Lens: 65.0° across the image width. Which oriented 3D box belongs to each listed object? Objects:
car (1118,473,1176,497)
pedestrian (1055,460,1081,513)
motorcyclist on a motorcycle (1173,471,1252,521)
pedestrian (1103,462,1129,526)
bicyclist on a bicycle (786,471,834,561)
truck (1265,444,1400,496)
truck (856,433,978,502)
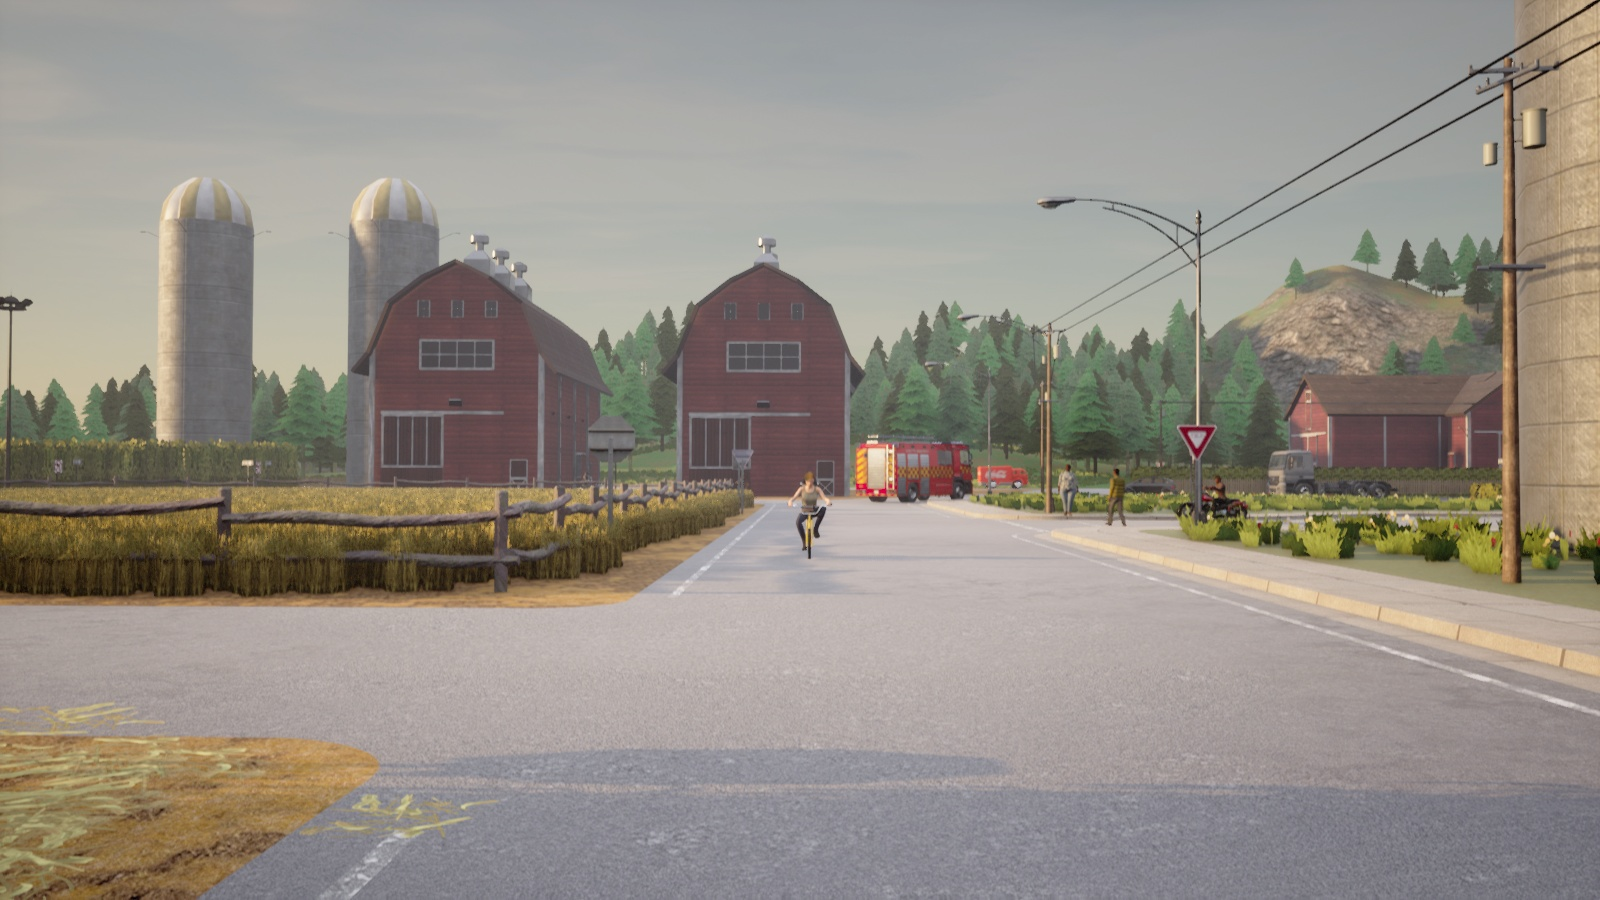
[{"bbox_3d":[23.923,2.368,86.486,3.705,1.549,1.789,0,0,21],"label":"car"},{"bbox_3d":[9.553,1.304,44.754,0.874,1.855,0.900,0,-1,10],"label":"pedestrian"},{"bbox_3d":[13.708,1.525,41.738,2.350,1.649,0.766,0,-1,0],"label":"motorcyclist on a motorcycle"},{"bbox_3d":[9.270,1.290,36.874,0.431,1.840,0.709,0,-1,-14],"label":"pedestrian"},{"bbox_3d":[0.191,1.210,23.499,0.866,1.612,1.509,0,-1,1],"label":"bicyclist on a bicycle"},{"bbox_3d":[36.140,1.351,85.391,7.936,3.462,2.891,0,-1,0],"label":"truck"},{"bbox_3d":[6.963,1.026,73.597,2.891,3.827,8.468,-1,-1,39],"label":"truck"}]
